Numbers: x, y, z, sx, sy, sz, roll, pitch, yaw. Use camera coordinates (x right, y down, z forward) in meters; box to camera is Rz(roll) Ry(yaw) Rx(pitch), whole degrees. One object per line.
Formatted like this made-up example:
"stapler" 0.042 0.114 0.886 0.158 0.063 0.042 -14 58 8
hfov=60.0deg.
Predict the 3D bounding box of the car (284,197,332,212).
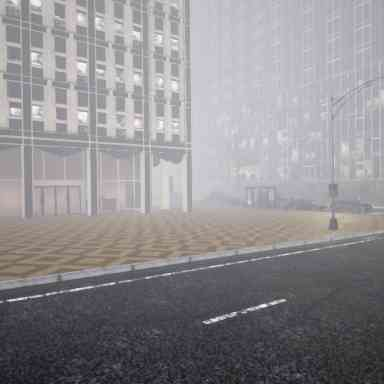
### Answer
"car" 12.713 1.422 36.512 1.947 1.339 4.313 -1 1 -34

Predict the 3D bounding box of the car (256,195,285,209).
"car" 9.526 1.386 41.220 1.802 1.307 4.206 -1 1 -34

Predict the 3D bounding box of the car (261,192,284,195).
"car" 10.942 0.969 43.920 2.150 2.045 5.566 -1 1 -34

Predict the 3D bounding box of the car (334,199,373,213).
"car" 16.800 1.406 35.330 1.994 1.385 4.181 -1 1 -34

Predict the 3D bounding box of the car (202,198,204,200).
"car" 3.739 1.040 64.785 1.802 1.307 4.206 -1 1 -34

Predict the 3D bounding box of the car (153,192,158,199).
"car" -9.588 1.037 69.459 2.008 1.369 4.403 0 1 -34

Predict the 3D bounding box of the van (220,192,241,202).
"van" 6.940 0.852 60.086 1.690 1.788 3.998 -1 1 -34

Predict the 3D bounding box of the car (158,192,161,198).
"car" -5.865 0.612 78.871 2.192 1.841 5.009 0 1 -34

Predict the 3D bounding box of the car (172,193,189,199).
"car" -2.663 0.933 74.178 1.802 1.307 4.206 0 1 -34

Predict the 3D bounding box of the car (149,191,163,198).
"car" -9.066 0.683 83.568 1.967 1.590 4.097 0 1 -34

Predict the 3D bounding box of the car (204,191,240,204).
"car" 4.915 0.871 52.780 2.150 2.045 5.566 -1 1 -34

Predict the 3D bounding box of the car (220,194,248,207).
"car" 6.373 1.317 45.949 1.947 1.339 4.313 -1 1 -34

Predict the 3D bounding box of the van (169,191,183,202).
"van" -3.185 0.935 60.064 1.690 1.788 3.998 0 1 -34
